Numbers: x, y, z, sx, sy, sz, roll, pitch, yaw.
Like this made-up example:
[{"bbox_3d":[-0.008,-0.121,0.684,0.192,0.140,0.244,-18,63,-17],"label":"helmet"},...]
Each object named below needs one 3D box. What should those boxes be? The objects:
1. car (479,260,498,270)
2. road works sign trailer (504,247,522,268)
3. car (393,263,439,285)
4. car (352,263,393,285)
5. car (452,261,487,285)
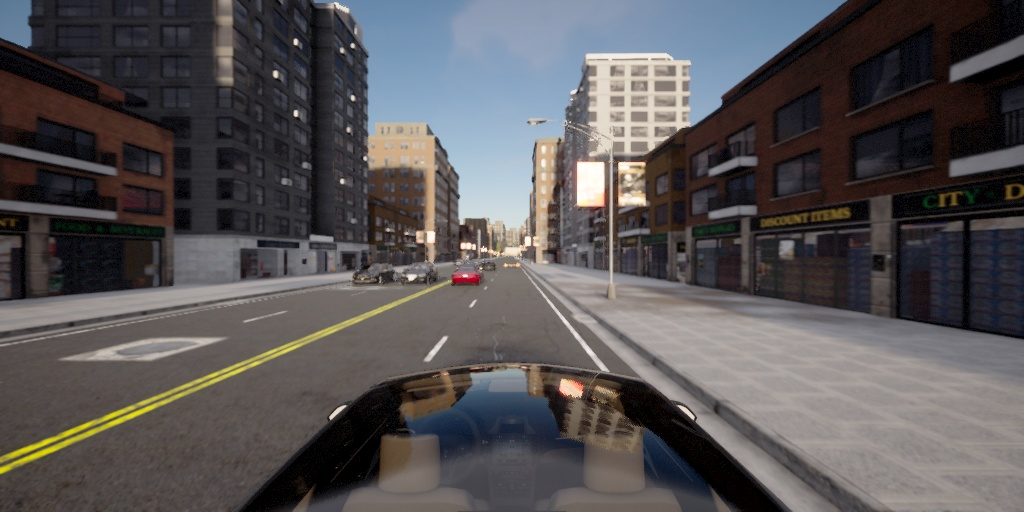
[{"bbox_3d":[-3.168,1.253,51.073,1.837,1.490,4.892,0,0,0],"label":"car"},{"bbox_3d":[-0.023,0.214,60.081,2.380,3.560,2.880,0,0,0],"label":"road works sign trailer"},{"bbox_3d":[-6.604,1.240,25.985,2.128,1.511,4.902,0,0,0],"label":"car"},{"bbox_3d":[-9.855,1.253,26.007,1.837,1.490,4.892,0,0,0],"label":"car"},{"bbox_3d":[-3.159,1.312,26.206,1.994,1.385,4.181,0,0,0],"label":"car"}]
